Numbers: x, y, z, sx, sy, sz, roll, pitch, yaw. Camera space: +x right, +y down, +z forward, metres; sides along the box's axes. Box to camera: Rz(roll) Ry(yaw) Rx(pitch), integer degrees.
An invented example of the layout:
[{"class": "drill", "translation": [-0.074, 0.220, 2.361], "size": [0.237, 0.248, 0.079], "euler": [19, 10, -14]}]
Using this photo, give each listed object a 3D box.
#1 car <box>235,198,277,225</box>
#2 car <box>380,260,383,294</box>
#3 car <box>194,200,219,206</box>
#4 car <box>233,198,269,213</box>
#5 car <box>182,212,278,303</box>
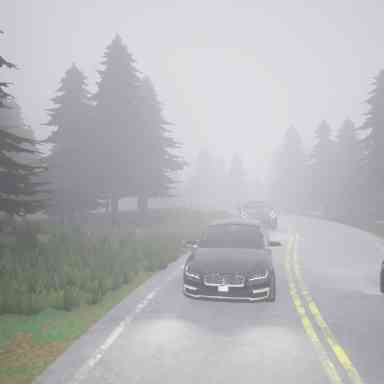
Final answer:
[{"class": "car", "translation": [3.869, 1.270, 20.365], "size": [2.097, 1.767, 4.553], "euler": [-1, 0, 5]}, {"class": "car", "translation": [4.492, 1.308, 4.642], "size": [2.097, 1.767, 4.553], "euler": [-1, 0, 8]}, {"class": "car", "translation": [1.903, 1.799, 44.859], "size": [1.812, 1.442, 4.674], "euler": [3, -5, -35]}, {"class": "car", "translation": [6.190, 1.410, 35.735], "size": [1.837, 1.490, 4.892], "euler": [2, -1, -16]}, {"class": "car", "translation": [1.088, 1.496, 8.411], "size": [1.837, 1.490, 4.892], "euler": [-1, 0, 12]}]
